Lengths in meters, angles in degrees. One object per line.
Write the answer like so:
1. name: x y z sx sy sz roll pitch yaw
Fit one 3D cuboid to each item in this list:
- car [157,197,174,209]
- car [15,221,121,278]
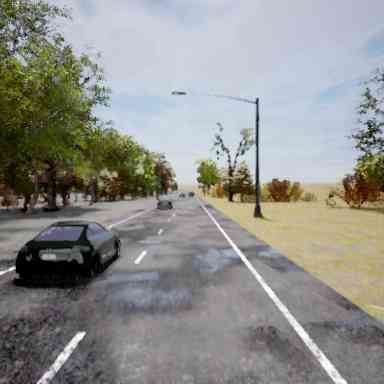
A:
1. car: -3.550 1.438 44.516 2.128 1.511 4.902 0 0 0
2. car: -3.510 1.561 10.171 1.994 1.385 4.181 0 0 0
